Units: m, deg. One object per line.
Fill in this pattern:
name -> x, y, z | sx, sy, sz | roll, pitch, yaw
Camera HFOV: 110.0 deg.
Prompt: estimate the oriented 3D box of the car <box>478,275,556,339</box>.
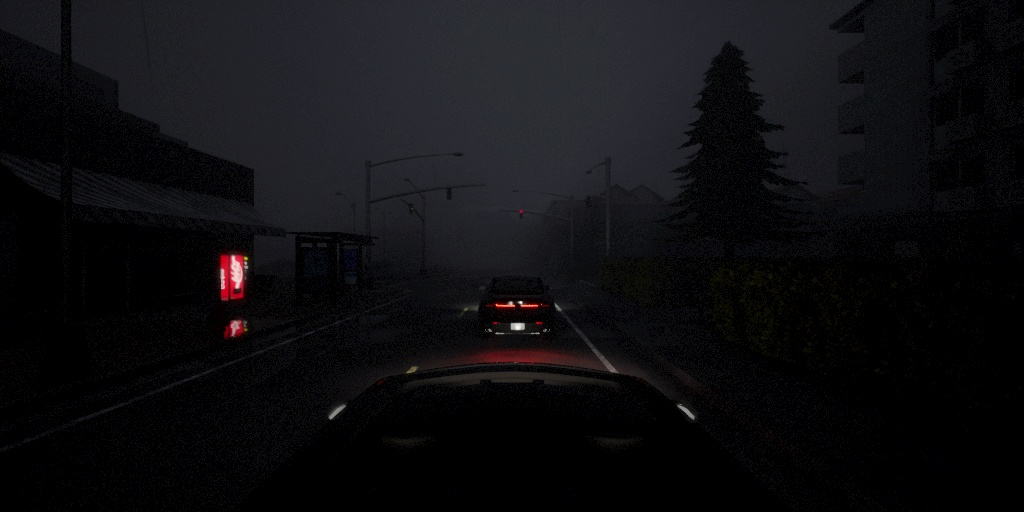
car -> 0.117, 1.255, 10.062 | 1.837, 1.490, 4.892 | 0, 0, 0
